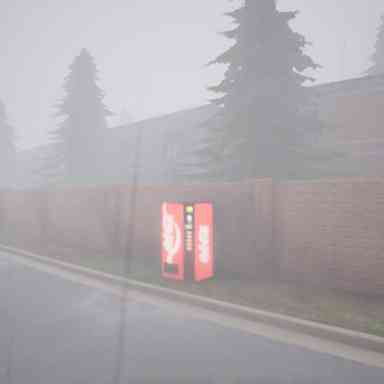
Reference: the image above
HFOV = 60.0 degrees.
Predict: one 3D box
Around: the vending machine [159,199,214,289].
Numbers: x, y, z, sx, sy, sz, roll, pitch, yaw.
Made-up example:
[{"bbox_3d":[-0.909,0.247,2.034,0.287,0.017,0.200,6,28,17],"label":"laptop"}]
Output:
[{"bbox_3d":[-0.125,1.232,8.518,0.880,2.100,1.100,-1,0,39],"label":"vending machine"}]
